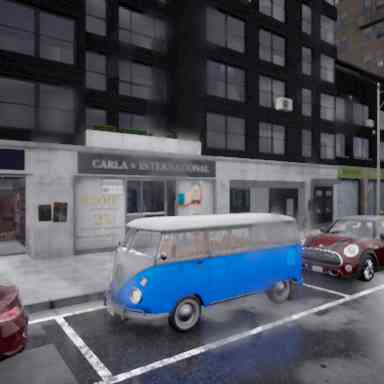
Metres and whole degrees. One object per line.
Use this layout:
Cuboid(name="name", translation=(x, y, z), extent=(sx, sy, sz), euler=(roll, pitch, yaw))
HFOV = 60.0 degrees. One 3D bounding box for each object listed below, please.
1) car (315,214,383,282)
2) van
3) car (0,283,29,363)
Cuboid(name="car", translation=(4.815, 1.434, 9.648), extent=(4.097, 1.590, 1.967), euler=(0, 0, -36))
Cuboid(name="van", translation=(0.416, 1.339, 6.494), extent=(3.998, 1.788, 1.690), euler=(0, 0, -36))
Cuboid(name="car", translation=(-3.983, 1.583, 3.340), extent=(4.206, 1.307, 1.802), euler=(0, 0, -36))
